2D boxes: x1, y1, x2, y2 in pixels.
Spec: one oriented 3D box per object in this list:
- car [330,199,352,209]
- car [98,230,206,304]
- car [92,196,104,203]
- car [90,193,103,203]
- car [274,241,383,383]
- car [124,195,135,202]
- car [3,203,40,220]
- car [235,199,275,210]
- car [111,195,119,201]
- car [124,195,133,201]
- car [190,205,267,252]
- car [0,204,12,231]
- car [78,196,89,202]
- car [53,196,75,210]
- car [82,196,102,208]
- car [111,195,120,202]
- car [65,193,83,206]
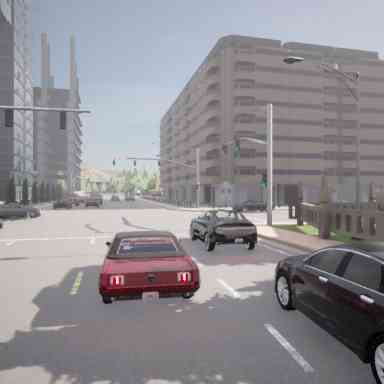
[{"bbox_3d":[17.183,1.603,40.313,5.357,1.411,2.033,0,0,-15],"label":"car"},{"bbox_3d":[-1.173,1.601,8.230,1.895,1.301,4.718,0,0,-11],"label":"car"},{"bbox_3d":[-19.344,1.525,68.672,2.128,1.511,4.902,0,0,-14],"label":"car"},{"bbox_3d":[-16.993,1.221,58.723,2.150,2.045,5.566,0,0,-13],"label":"car"},{"bbox_3d":[2.821,1.505,5.010,1.837,1.490,4.892,0,0,-7],"label":"car"},{"bbox_3d":[-14.764,1.591,79.457,1.895,1.301,4.718,0,0,-14],"label":"car"},{"bbox_3d":[-14.638,1.572,27.028,4.181,1.385,1.994,0,0,-33],"label":"car"},{"bbox_3d":[6.987,1.560,37.768,4.892,1.490,1.837,0,0,-14],"label":"car"},{"bbox_3d":[-20.536,1.548,88.376,1.994,1.385,4.181,0,0,-14],"label":"car"},{"bbox_3d":[-17.135,1.535,89.204,2.033,1.411,5.357,0,0,-14],"label":"car"},{"bbox_3d":[1.155,1.492,14.081,2.128,1.511,4.902,0,0,-12],"label":"car"},{"bbox_3d":[-12.667,1.534,18.697,4.674,1.442,1.812,0,-1,26],"label":"car"},{"bbox_3d":[-24.635,1.538,75.615,2.033,1.411,5.357,0,0,-14],"label":"car"},{"bbox_3d":[-16.986,1.601,43.775,1.895,1.301,4.718,0,0,-14],"label":"car"},{"bbox_3d":[-14.703,1.601,49.235,1.895,1.301,4.718,0,0,-13],"label":"car"},{"bbox_3d":[-18.155,1.548,78.589,1.994,1.385,4.181,0,0,-14],"label":"car"},{"bbox_3d":[-19.284,1.221,53.262,2.150,2.045,5.566,0,0,-13],"label":"car"}]
